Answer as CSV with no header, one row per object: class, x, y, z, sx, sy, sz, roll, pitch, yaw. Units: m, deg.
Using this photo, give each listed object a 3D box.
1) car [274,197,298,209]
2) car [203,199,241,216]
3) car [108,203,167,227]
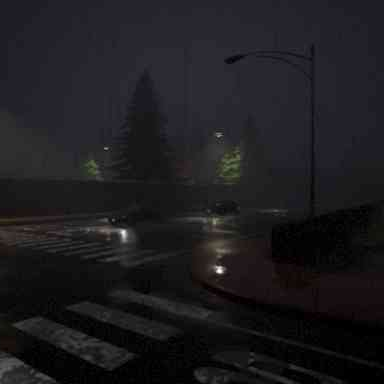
car,12.882,1.483,45.307,2.128,1.511,4.902,0,0,39
car,2.949,1.481,32.070,2.128,1.511,4.902,0,0,36
car,-3.626,1.515,23.054,1.812,1.442,4.674,0,0,36
